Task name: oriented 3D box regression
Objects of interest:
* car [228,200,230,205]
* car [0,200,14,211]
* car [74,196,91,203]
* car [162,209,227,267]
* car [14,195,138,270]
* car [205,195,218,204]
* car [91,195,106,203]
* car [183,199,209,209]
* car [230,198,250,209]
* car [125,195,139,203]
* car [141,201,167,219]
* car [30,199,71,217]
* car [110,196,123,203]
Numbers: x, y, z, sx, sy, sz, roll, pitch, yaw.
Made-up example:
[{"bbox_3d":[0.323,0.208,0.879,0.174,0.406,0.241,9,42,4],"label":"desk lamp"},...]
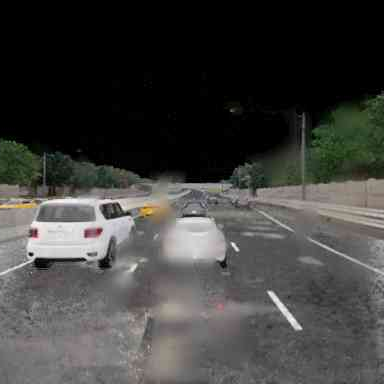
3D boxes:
[{"bbox_3d":[7.326,1.691,56.880,1.895,1.301,4.718,0,0,1],"label":"car"},{"bbox_3d":[-17.479,1.504,33.252,1.882,1.535,5.008,0,0,0],"label":"car"},{"bbox_3d":[-23.966,1.562,72.904,2.128,1.511,4.902,0,0,1],"label":"car"},{"bbox_3d":[0.115,1.534,11.273,1.812,1.442,4.674,0,0,0],"label":"car"},{"bbox_3d":[-3.386,1.229,11.249,2.150,2.045,5.566,0,0,0],"label":"car"},{"bbox_3d":[3.912,1.639,63.827,1.812,1.442,4.674,0,0,1],"label":"car"},{"bbox_3d":[-20.467,1.516,72.850,1.882,1.535,5.008,0,0,1],"label":"car"},{"bbox_3d":[0.186,1.588,28.853,1.994,1.385,4.181,0,0,0],"label":"car"},{"bbox_3d":[7.080,1.553,47.311,2.128,1.511,4.902,0,0,2],"label":"car"},{"bbox_3d":[-13.439,1.465,74.660,2.097,1.767,4.553,0,0,1],"label":"car"},{"bbox_3d":[-3.309,1.502,29.707,1.882,1.535,5.008,0,0,0],"label":"car"},{"bbox_3d":[-13.980,1.505,33.232,1.882,1.535,5.008,0,0,0],"label":"car"},{"bbox_3d":[-16.939,1.609,74.684,1.837,1.490,4.892,0,0,1],"label":"car"}]
